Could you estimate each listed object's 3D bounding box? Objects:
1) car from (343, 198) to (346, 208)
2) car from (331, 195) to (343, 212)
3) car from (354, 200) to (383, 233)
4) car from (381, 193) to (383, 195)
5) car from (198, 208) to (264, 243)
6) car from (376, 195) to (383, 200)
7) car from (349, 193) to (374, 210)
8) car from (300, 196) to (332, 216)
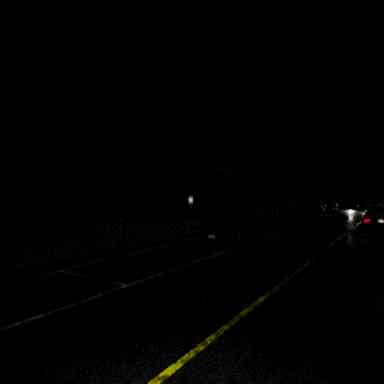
[{"bbox_3d":[16.735,1.113,38.776,1.967,1.590,4.097,0,1,32],"label":"car"},{"bbox_3d":[13.781,1.278,34.108,1.947,1.339,4.313,0,1,32],"label":"car"},{"bbox_3d":[10.177,1.397,17.627,2.033,1.411,5.357,0,1,32],"label":"car"},{"bbox_3d":[23.379,1.165,38.511,2.128,1.511,4.902,0,1,33],"label":"car"},{"bbox_3d":[1.964,1.436,15.432,1.947,1.339,4.313,0,1,32],"label":"car"},{"bbox_3d":[18.823,1.258,31.475,1.812,1.442,4.674,0,1,32],"label":"car"},{"bbox_3d":[18.826,1.191,37.166,1.837,1.490,4.892,0,0,33],"label":"car"},{"bbox_3d":[10.827,1.334,29.439,1.802,1.307,4.206,0,1,32],"label":"car"}]
